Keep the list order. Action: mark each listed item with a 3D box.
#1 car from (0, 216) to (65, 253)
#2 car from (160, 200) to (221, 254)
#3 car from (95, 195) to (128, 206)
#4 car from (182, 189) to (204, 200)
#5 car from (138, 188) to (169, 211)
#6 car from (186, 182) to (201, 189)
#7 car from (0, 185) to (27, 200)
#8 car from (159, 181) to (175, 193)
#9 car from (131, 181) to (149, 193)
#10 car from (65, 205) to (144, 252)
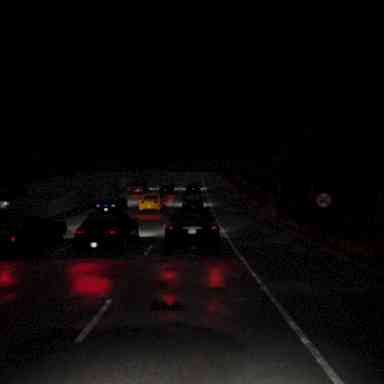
[{"bbox_3d":[-6.991,1.669,14.099,1.895,1.301,4.718,0,1,0],"label":"car"},{"bbox_3d":[0.009,1.411,14.066,2.097,1.767,4.553,0,1,0],"label":"car"},{"bbox_3d":[-6.929,0.957,29.052,1.895,1.301,4.718,0,5,0],"label":"car"},{"bbox_3d":[0.076,0.854,29.260,1.812,1.442,4.674,0,5,1],"label":"car"},{"bbox_3d":[-3.423,0.803,29.354,1.882,1.535,5.008,0,5,1],"label":"car"},{"bbox_3d":[0.158,-0.657,43.975,1.994,1.385,4.181,0,7,0],"label":"car"},{"bbox_3d":[-20.885,-0.023,38.209,2.128,1.511,4.902,0,6,1],"label":"car"},{"bbox_3d":[-3.342,-0.691,43.991,1.812,1.442,4.674,0,7,0],"label":"car"},{"bbox_3d":[-6.842,-0.706,44.012,1.837,1.490,4.892,0,7,0],"label":"car"},{"bbox_3d":[-3.489,1.569,14.280,1.837,1.490,4.892,0,1,0],"label":"car"}]
